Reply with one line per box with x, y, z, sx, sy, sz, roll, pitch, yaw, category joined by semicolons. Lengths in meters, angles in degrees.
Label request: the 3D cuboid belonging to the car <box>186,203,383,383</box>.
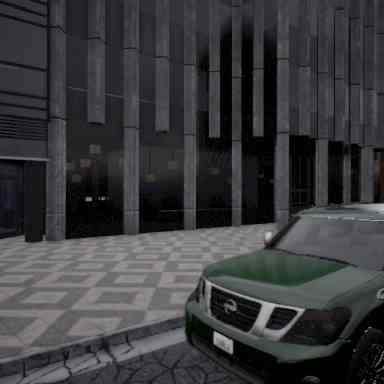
2.575;1.226;5.091;5.566;2.045;2.150;0;0;-35;car
